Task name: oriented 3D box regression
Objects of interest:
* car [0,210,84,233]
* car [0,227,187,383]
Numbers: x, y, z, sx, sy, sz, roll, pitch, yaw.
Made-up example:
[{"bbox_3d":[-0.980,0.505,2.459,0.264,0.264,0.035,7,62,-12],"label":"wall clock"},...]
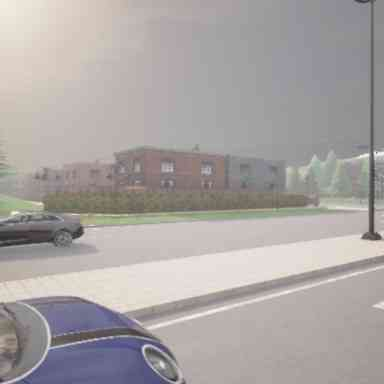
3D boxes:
[{"bbox_3d":[-6.815,1.501,13.255,4.902,1.511,2.128,0,0,-35],"label":"car"},{"bbox_3d":[-2.211,1.349,2.169,4.553,1.767,2.097,0,0,-35],"label":"car"}]
